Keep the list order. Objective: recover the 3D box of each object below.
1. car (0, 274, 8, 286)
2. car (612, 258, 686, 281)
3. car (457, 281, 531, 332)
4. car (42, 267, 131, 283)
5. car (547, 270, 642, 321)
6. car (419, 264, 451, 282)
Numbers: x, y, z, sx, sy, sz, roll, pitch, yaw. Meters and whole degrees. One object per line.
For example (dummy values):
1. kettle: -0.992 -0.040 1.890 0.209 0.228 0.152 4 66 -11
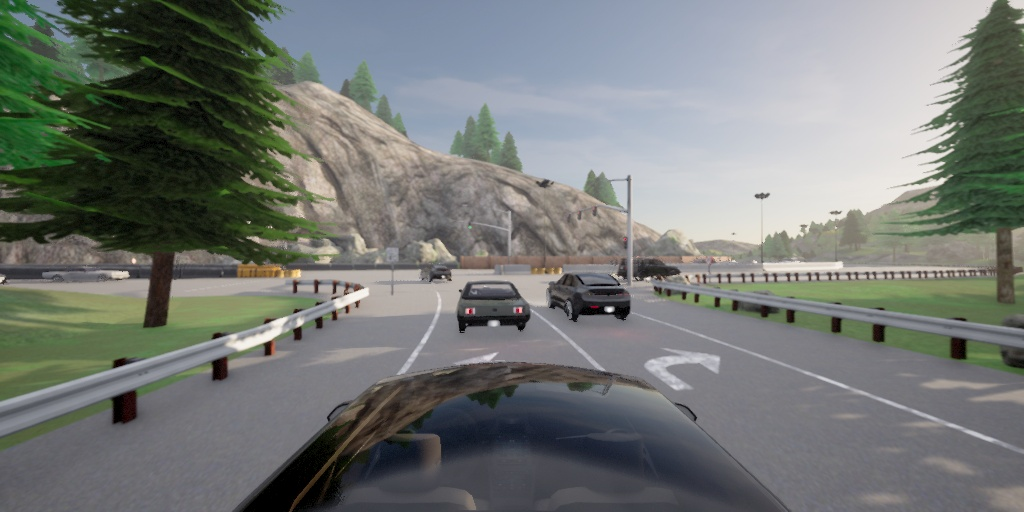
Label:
1. car: -35.886 1.376 22.863 4.902 1.511 2.128 0 0 -15
2. car: 12.179 1.168 31.944 5.566 2.045 2.150 0 0 -14
3. car: -0.723 1.417 11.201 1.895 1.301 4.718 0 0 -7
4. car: -35.611 1.545 30.166 4.718 1.301 1.895 0 0 -15
5. car: 2.555 1.330 12.912 1.837 1.490 4.892 0 0 -7
6. car: -6.825 1.475 31.769 1.837 1.490 4.892 1 -1 -28
